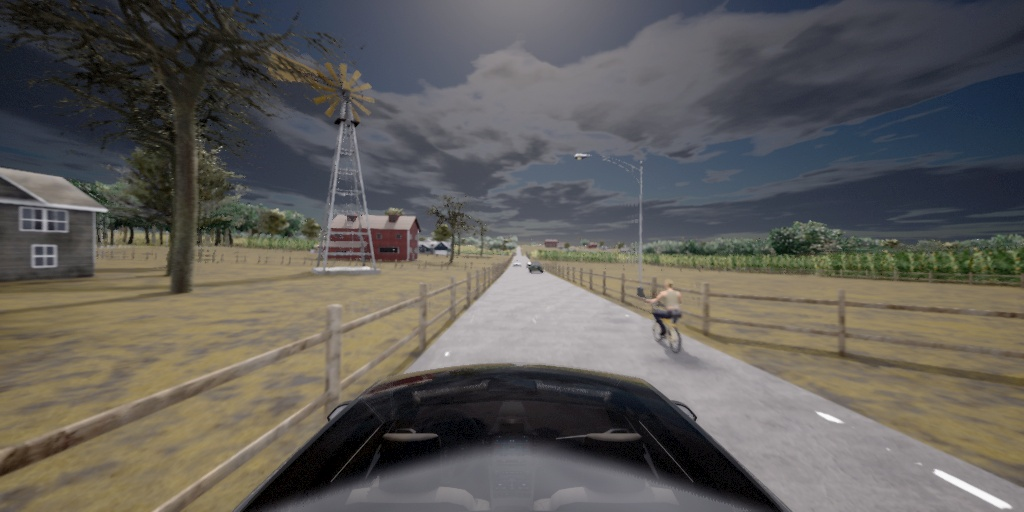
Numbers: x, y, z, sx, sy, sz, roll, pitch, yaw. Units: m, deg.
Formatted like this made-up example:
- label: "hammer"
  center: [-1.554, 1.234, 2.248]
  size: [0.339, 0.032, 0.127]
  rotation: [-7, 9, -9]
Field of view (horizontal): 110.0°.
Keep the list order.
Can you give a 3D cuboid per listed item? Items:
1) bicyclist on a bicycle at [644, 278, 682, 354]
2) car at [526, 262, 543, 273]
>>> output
- label: "bicyclist on a bicycle"
  center: [3.560, 1.316, 8.281]
  size: [0.866, 1.612, 1.509]
  rotation: [1, 1, 1]
- label: "car"
  center: [3.656, 1.647, 56.147]
  size: [2.097, 1.767, 4.553]
  rotation: [1, 0, 1]
